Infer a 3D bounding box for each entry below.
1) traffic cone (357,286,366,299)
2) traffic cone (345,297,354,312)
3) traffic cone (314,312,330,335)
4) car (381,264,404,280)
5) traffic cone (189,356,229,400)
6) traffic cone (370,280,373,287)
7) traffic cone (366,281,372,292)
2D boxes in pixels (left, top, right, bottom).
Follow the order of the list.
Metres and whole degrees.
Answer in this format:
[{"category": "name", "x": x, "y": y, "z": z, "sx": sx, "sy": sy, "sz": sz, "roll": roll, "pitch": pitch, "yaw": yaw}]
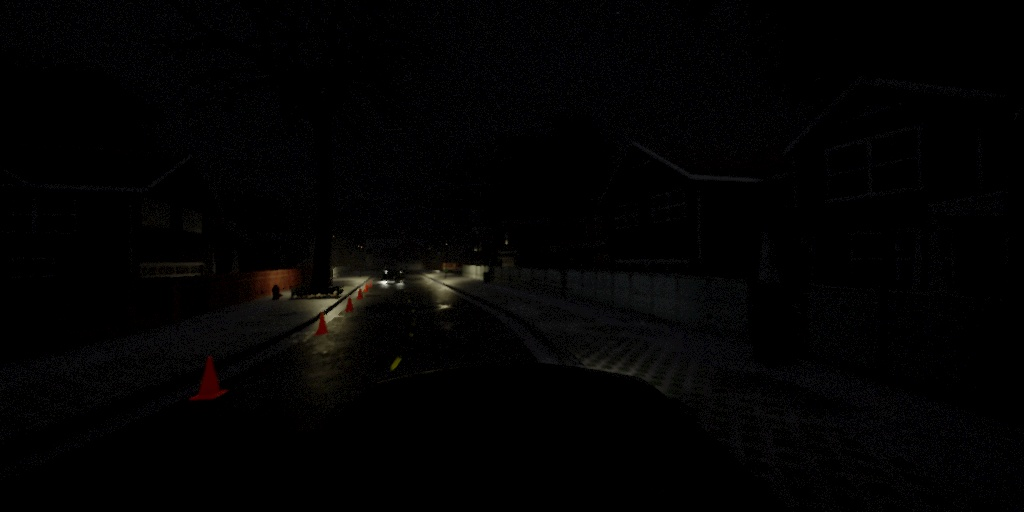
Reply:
[{"category": "traffic cone", "x": -8.202, "y": 2.029, "z": 19.366, "sx": 0.340, "sy": 0.580, "sz": 0.340, "roll": 0, "pitch": 0, "yaw": -18}, {"category": "traffic cone", "x": -6.622, "y": 1.950, "z": 14.623, "sx": 0.340, "sy": 0.580, "sz": 0.340, "roll": 0, "pitch": 0, "yaw": -18}, {"category": "traffic cone", "x": -5.320, "y": 1.877, "z": 10.057, "sx": 0.340, "sy": 0.580, "sz": 0.340, "roll": 0, "pitch": 0, "yaw": -13}, {"category": "car", "x": -13.447, "y": 1.739, "z": 40.151, "sx": 2.097, "sy": 1.767, "sz": 4.553, "roll": 0, "pitch": -1, "yaw": -24}, {"category": "traffic cone", "x": -4.556, "y": 1.809, "z": 5.408, "sx": 0.340, "sy": 0.580, "sz": 0.340, "roll": 0, "pitch": 0, "yaw": -6}, {"category": "traffic cone", "x": -11.361, "y": 2.187, "z": 28.853, "sx": 0.340, "sy": 0.580, "sz": 0.340, "roll": 0, "pitch": 0, "yaw": -18}, {"category": "traffic cone", "x": -9.781, "y": 2.108, "z": 24.109, "sx": 0.340, "sy": 0.580, "sz": 0.340, "roll": 0, "pitch": 0, "yaw": -18}]
